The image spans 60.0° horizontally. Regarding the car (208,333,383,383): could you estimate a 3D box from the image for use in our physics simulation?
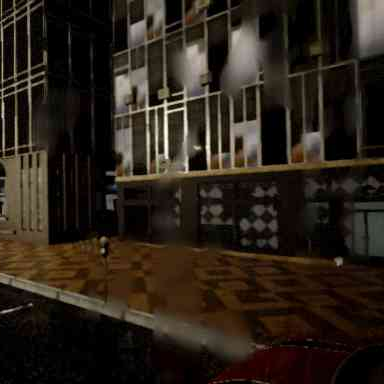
[{"bbox_3d":[1.789,1.435,1.618,4.097,1.590,1.967,-1,-1,36],"label":"car"}]
